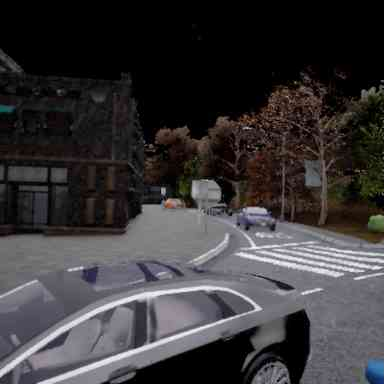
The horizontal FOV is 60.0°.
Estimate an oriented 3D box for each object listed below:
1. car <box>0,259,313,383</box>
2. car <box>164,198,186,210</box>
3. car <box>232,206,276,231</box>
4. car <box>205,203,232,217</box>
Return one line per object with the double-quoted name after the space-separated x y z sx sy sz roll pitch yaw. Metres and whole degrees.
-0.943 1.489 3.010 4.902 1.511 2.128 0 0 -36 "car"
-2.557 1.730 50.319 2.097 1.767 4.553 3 -2 -24 "car"
4.147 1.671 22.060 1.812 1.442 4.674 2 0 -2 "car"
2.752 1.787 34.209 1.994 1.385 4.181 2 -1 -13 "car"
